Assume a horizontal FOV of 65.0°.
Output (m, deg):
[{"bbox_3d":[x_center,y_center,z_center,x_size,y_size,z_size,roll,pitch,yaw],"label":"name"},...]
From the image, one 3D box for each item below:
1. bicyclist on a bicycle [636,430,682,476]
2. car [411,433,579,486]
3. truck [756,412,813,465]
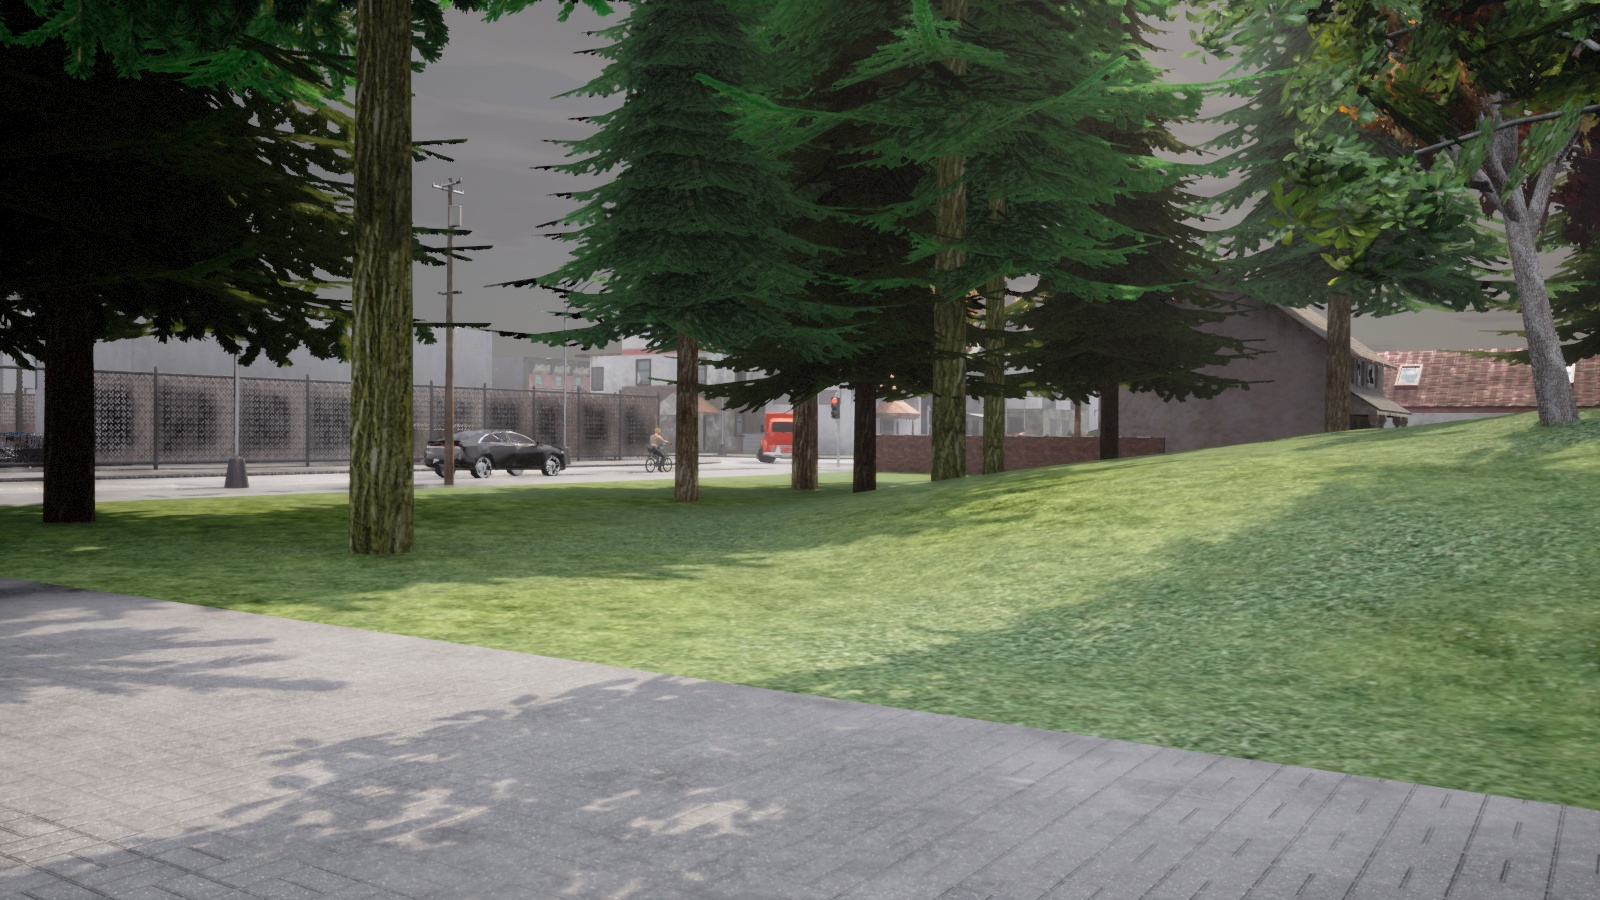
[{"bbox_3d":[-5.094,0.094,45.400,0.866,1.612,1.509,0,1,33],"label":"bicyclist on a bicycle"},{"bbox_3d":[-9.367,0.240,38.970,2.128,1.511,4.902,0,1,34],"label":"car"},{"bbox_3d":[-0.718,-0.602,61.783,2.627,2.467,5.204,1,2,0],"label":"truck"}]
